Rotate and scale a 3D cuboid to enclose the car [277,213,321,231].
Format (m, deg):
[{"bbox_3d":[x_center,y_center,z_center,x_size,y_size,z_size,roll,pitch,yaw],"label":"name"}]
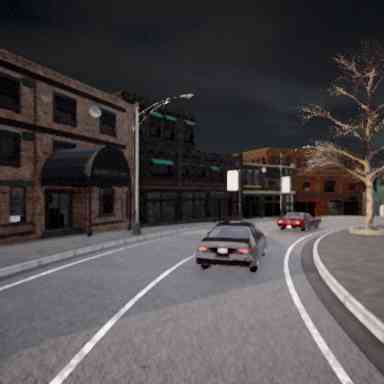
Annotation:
[{"bbox_3d":[8.240,2.226,25.313,1.895,1.301,4.718,0,-2,38],"label":"car"}]

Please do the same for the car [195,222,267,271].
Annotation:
[{"bbox_3d":[1.579,1.778,11.861,2.033,1.411,5.357,0,-2,17],"label":"car"}]
